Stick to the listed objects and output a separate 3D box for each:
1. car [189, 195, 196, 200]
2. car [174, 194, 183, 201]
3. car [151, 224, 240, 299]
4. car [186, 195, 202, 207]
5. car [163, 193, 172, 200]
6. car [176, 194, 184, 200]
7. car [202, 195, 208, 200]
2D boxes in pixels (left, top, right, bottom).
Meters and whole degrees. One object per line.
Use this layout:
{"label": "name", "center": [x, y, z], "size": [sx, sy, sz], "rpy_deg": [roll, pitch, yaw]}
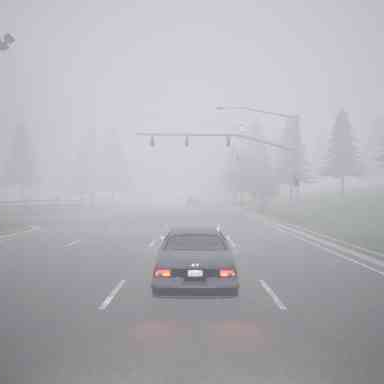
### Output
{"label": "car", "center": [0.135, 1.540, 94.167], "size": [2.033, 1.411, 5.357], "rpy_deg": [0, 0, 0]}
{"label": "car", "center": [-3.380, 1.517, 83.755], "size": [1.812, 1.442, 4.674], "rpy_deg": [0, 0, 0]}
{"label": "car", "center": [0.078, 1.547, 8.652], "size": [2.033, 1.411, 5.357], "rpy_deg": [0, 0, 1]}
{"label": "car", "center": [0.073, 1.352, 52.691], "size": [2.097, 1.767, 4.553], "rpy_deg": [0, 0, 0]}
{"label": "car", "center": [-6.865, 1.225, 94.207], "size": [2.150, 2.045, 5.566], "rpy_deg": [0, 0, 0]}
{"label": "car", "center": [-3.365, 1.358, 93.759], "size": [2.128, 1.511, 4.902], "rpy_deg": [0, 0, 0]}
{"label": "car", "center": [3.635, 1.500, 94.162], "size": [1.837, 1.490, 4.892], "rpy_deg": [0, 0, 0]}
